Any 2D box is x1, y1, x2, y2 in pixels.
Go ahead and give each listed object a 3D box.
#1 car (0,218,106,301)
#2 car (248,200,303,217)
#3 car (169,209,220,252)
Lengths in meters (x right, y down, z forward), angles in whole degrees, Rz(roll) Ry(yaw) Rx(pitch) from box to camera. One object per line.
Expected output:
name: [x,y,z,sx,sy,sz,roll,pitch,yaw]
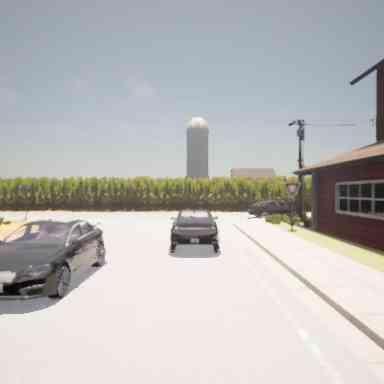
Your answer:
car: [-3.590,1.475,8.476,2.128,1.511,4.902,0,0,0]
car: [7.297,1.474,28.559,4.892,1.490,1.837,0,-1,-8]
car: [0.099,1.464,13.850,2.128,1.511,4.902,0,0,0]
